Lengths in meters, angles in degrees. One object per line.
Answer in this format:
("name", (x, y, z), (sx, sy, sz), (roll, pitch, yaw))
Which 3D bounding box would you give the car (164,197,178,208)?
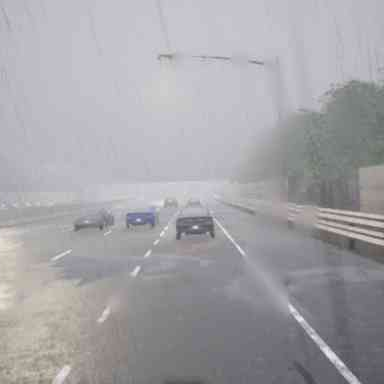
("car", (-3.336, 1.562, 53.266), (2.097, 1.767, 4.553), (-2, 0, 0))

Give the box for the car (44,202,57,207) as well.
("car", (-27.704, 2.773, 66.095), (1.812, 1.442, 4.674), (-2, 0, 1))

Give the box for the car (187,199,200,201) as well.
("car", (0.183, 1.531, 37.302), (2.128, 1.511, 4.902), (-2, 0, 0))

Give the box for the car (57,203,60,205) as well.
("car", (-24.207, 2.637, 66.057), (2.033, 1.411, 5.357), (-2, 0, 1))

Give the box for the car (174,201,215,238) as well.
("car", (0.151, 1.498, 17.955), (1.882, 1.535, 5.008), (-2, 0, 0))

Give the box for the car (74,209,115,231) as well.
("car", (-6.837, 1.895, 23.641), (1.994, 1.385, 4.181), (-2, 0, 0))

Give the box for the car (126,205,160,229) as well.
("car", (-3.445, 1.662, 23.880), (1.882, 1.535, 5.008), (-3, 0, 0))

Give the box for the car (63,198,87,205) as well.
("car", (-20.785, 2.213, 60.303), (2.150, 2.045, 5.566), (-2, 0, 1))

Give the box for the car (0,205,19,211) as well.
("car", (-31.293, 2.991, 56.600), (1.994, 1.385, 4.181), (-2, 0, 1))
